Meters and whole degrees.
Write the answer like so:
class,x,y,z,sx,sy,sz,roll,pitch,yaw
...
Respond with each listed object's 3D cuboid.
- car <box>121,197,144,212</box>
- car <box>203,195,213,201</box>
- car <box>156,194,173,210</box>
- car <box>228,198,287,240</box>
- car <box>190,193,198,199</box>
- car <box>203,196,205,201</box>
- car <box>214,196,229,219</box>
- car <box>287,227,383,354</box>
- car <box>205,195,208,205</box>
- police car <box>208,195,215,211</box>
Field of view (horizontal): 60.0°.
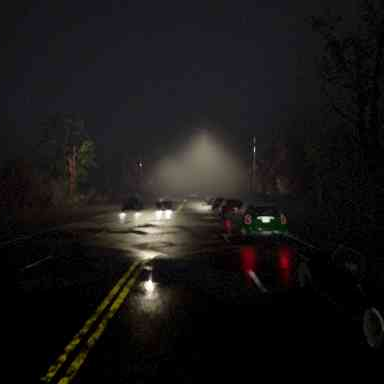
class,x,y,z,sx,sy,sz,roll,pitch,yaw
car,-6.571,1.361,37.117,1.882,1.535,5.008,0,0,0
car,3.472,1.255,71.731,1.994,1.385,4.181,0,0,1
car,-3.312,1.354,40.692,2.128,1.511,4.902,0,0,0
car,3.257,1.285,16.777,2.097,1.767,4.553,0,0,0
car,0.379,1.148,80.640,1.895,1.301,4.718,0,0,1
car,3.343,1.349,60.795,1.895,1.301,4.718,0,0,1
car,3.282,1.311,27.802,2.033,1.649,4.856,1,0,0
car,3.377,1.548,5.906,1.895,1.301,4.718,1,0,0
car,3.286,1.325,49.796,1.812,1.442,4.674,0,0,0
police car,3.275,1.273,38.907,1.930,1.638,5.238,0,1,0
